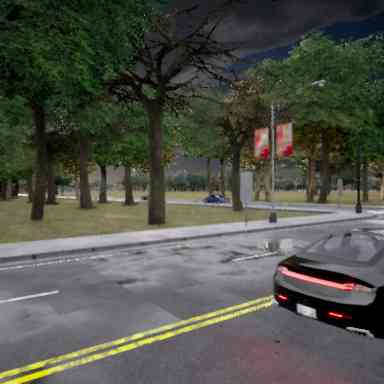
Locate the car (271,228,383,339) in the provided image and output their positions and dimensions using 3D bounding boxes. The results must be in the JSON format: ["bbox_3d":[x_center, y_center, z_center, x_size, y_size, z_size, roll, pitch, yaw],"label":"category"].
[{"bbox_3d":[3.554,1.399,5.967,4.902,1.511,2.128,-1,0,-35],"label":"car"}]

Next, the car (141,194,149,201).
[{"bbox_3d":[-7.944,1.081,63.943,2.033,1.411,5.357,-1,1,-35],"label":"car"}]

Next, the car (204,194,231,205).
[{"bbox_3d":[3.571,1.056,47.529,1.812,1.442,4.674,-1,1,-35],"label":"car"}]
